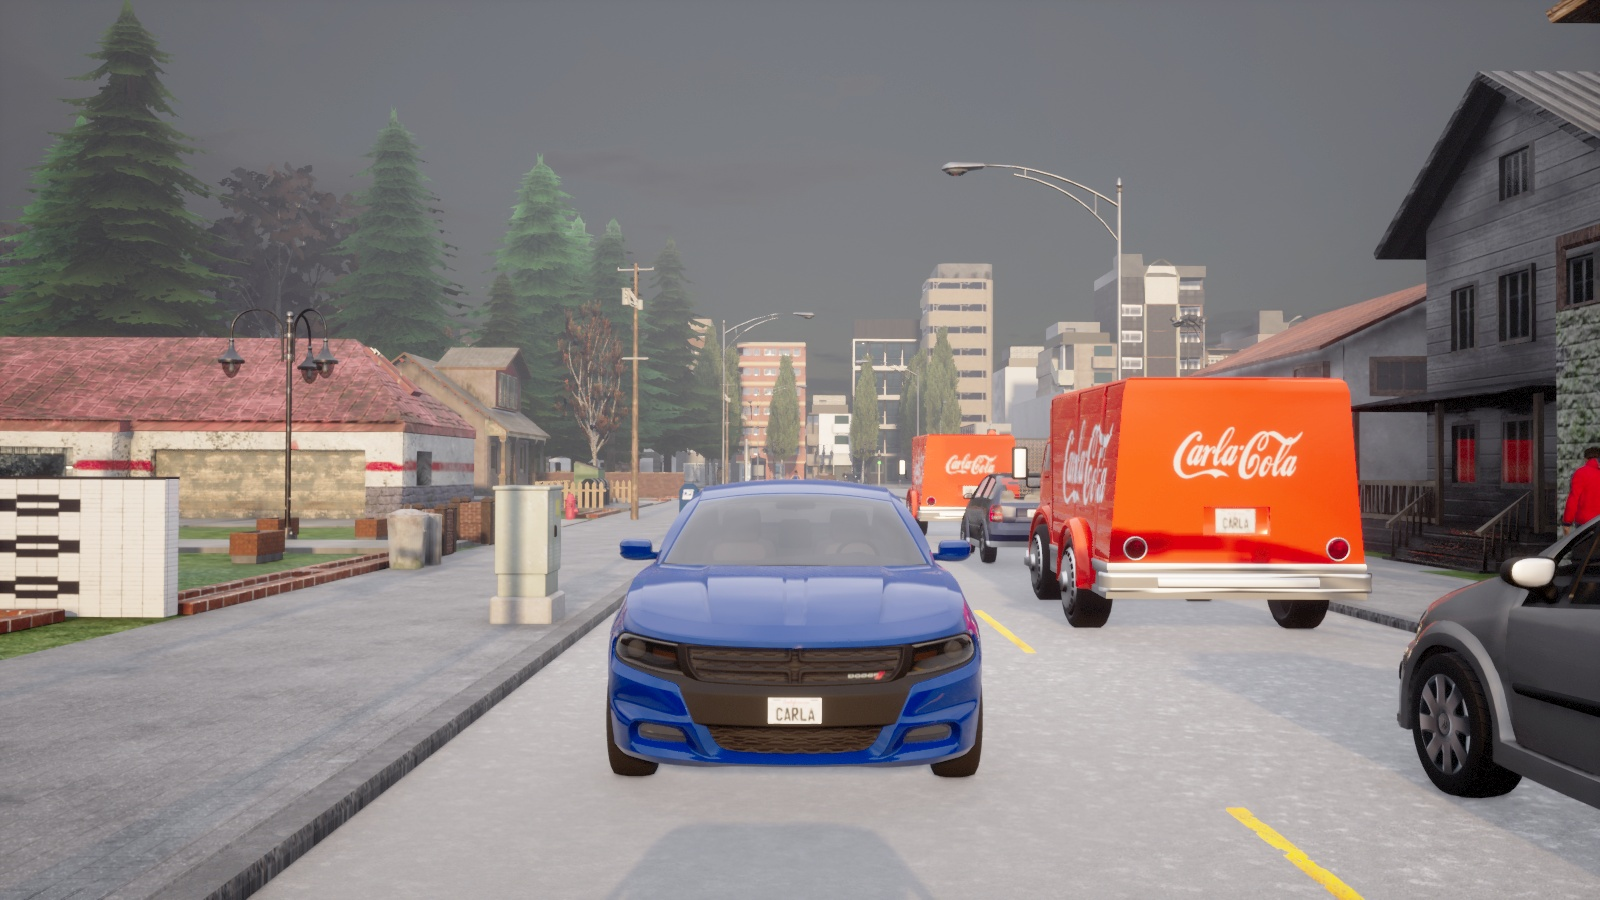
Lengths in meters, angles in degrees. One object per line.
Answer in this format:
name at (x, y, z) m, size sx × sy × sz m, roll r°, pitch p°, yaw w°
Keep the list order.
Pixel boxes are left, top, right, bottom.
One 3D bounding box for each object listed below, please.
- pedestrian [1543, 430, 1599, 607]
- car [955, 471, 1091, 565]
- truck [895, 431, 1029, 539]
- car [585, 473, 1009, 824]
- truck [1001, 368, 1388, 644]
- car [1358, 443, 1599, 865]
pedestrian at (8.577, 0.716, 13.494) m, size 0.634 × 1.844 × 0.899 m, roll 0°, pitch -1°, yaw 1°
car at (3.938, 1.158, 22.732) m, size 1.789 × 1.549 × 3.705 m, roll 0°, pitch -1°, yaw 0°
truck at (3.919, 0.840, 31.491) m, size 2.627 × 2.467 × 5.204 m, roll 0°, pitch -1°, yaw -1°
car at (-0.024, 0.928, 8.083) m, size 1.882 × 1.535 × 5.008 m, roll 0°, pitch -1°, yaw 0°
truck at (3.953, 0.544, 13.861) m, size 2.627 × 2.467 × 5.204 m, roll 0°, pitch -1°, yaw 0°
car at (3.986, 0.778, 4.860) m, size 1.851 × 1.617 × 3.988 m, roll 0°, pitch -1°, yaw 0°
